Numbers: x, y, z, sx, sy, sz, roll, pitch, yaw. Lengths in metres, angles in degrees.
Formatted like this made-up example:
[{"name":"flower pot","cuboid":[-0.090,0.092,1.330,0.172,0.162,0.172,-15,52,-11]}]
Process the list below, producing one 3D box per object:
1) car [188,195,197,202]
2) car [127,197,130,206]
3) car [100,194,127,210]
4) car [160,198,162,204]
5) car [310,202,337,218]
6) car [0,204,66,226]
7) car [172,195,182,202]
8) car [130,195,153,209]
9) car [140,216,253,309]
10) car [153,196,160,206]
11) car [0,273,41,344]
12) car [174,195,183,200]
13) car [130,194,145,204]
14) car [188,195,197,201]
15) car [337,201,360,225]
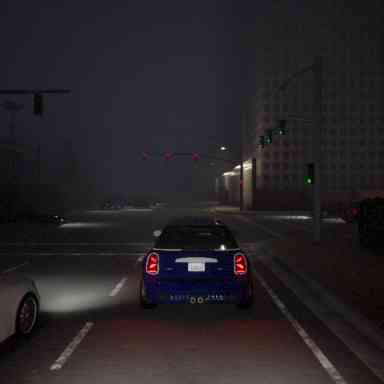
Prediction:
[{"name":"car","cuboid":[0.123,1.355,73.832,2.097,1.767,4.553,0,0,0]},{"name":"car","cuboid":[-10.500,1.477,53.839,1.882,1.535,5.008,0,0,0]},{"name":"car","cuboid":[-10.521,1.221,44.067,2.150,2.045,5.566,0,0,0]},{"name":"car","cuboid":[-6.940,1.564,65.241,1.994,1.385,4.181,0,0,0]},{"name":"car","cuboid":[12.999,1.619,30.415,4.181,1.385,1.994,0,0,0]},{"name":"car","cuboid":[-11.722,1.570,23.199,5.357,1.411,2.033,0,0,0]},{"name":"car","cuboid":[-3.384,1.469,73.501,1.882,1.535,5.008,0,0,0]},{"name":"car","cuboid":[-7.012,1.526,46.301,1.812,1.442,4.674,0,0,0]},{"name":"car","cuboid":[0.095,1.352,8.032,2.097,1.767,4.553,0,0,0]},{"name":"car","cuboid":[-6.993,1.505,55.195,1.837,1.490,4.892,0,0,0]},{"name":"car","cuboid":[-3.433,1.526,3.599,1.812,1.442,4.674,0,0,1]},{"name":"car","cuboid":[-3.368,1.423,83.754,1.895,1.301,4.718,0,0,0]},{"name":"car","cuboid":[-10.449,1.352,63.619,2.097,1.767,4.553,0,0,1]},{"name":"car","cuboid":[0.132,1.540,83.814,2.033,1.411,5.357,0,0,0]},{"name":"car","cuboid":[13.059,1.407,23.216,4.553,1.767,2.097,0,0,0]}]
